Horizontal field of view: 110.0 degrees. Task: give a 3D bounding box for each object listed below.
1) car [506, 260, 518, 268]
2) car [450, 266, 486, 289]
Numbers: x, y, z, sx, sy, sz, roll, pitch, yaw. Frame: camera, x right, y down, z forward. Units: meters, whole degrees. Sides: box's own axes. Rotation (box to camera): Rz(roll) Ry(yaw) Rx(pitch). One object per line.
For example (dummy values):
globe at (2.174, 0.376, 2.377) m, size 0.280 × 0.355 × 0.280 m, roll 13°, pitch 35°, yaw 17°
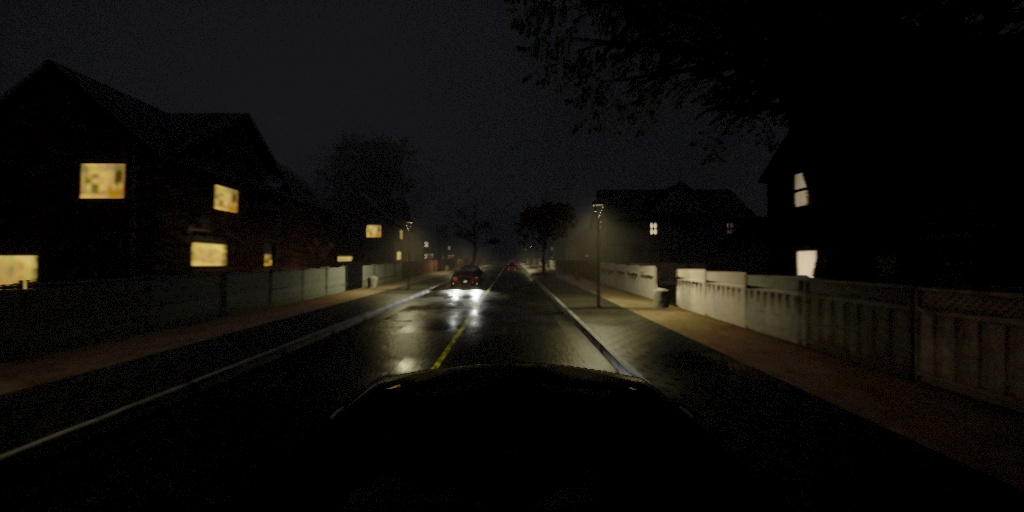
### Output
car at (-0.001, 1.452, 62.351) m, size 1.895 × 1.301 × 4.718 m, roll 0°, pitch 0°, yaw 0°
car at (-2.783, 1.336, 23.410) m, size 1.994 × 1.385 × 4.181 m, roll 0°, pitch 0°, yaw 1°
